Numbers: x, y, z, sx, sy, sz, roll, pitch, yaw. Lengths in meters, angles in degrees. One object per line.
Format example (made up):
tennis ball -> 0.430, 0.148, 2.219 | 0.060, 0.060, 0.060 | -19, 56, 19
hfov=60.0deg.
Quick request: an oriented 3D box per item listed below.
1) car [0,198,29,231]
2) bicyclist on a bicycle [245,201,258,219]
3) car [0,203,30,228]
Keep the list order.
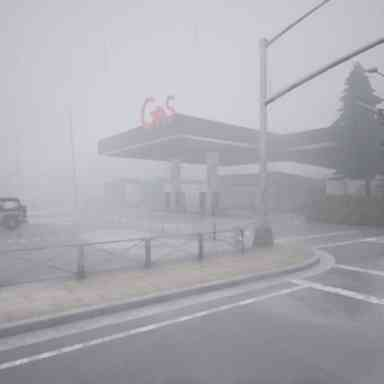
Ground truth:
car -> -11.608, 1.270, 19.082 | 3.866, 1.878, 1.905 | 0, 0, -36
bicyclist on a bicycle -> 5.396, 1.653, 30.150 | 1.656, 1.620, 0.582 | 0, 0, -35
car -> -13.050, 1.554, 22.140 | 3.806, 1.475, 1.970 | 0, 0, -36
